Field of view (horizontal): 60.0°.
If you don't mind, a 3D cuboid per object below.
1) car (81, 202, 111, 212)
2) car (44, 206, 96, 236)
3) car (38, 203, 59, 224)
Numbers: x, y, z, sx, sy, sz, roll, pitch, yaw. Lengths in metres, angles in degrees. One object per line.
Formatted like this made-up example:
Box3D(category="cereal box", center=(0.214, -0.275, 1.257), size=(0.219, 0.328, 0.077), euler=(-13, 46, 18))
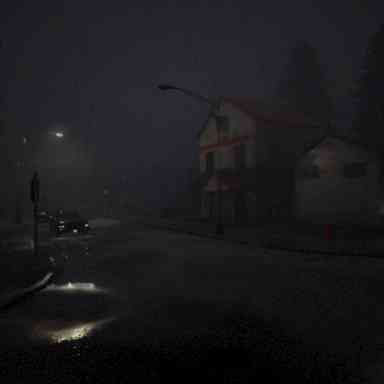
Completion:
Box3D(category="car", center=(-13.720, 2.179, 47.491), size=(1.882, 1.535, 5.008), euler=(-2, -1, 28))
Box3D(category="car", center=(-7.986, 1.887, 21.389), size=(2.033, 1.411, 5.357), euler=(0, -1, -29))
Box3D(category="car", center=(-12.948, 1.849, 30.313), size=(2.097, 1.767, 4.553), euler=(0, -1, -29))
